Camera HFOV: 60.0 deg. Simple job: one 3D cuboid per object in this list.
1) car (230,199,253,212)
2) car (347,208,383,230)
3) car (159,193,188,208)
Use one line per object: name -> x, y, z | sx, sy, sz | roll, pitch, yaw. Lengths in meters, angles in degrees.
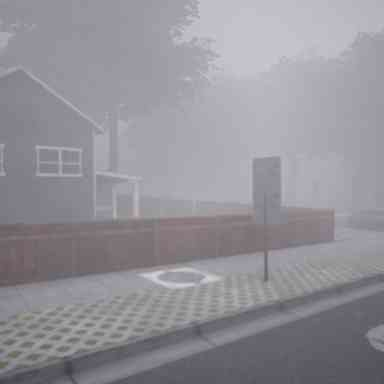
car -> 5.005, 1.369, 29.936 | 2.128, 1.511, 4.902 | -1, 2, -35
car -> 11.655, 1.682, 20.086 | 1.994, 1.385, 4.181 | -1, 2, -31
car -> -2.225, 0.938, 40.114 | 2.097, 1.767, 4.553 | -1, 2, -35
